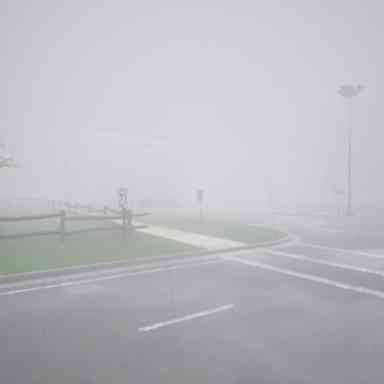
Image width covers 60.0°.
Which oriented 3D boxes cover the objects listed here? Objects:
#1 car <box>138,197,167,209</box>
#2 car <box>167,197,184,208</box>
[{"bbox_3d":[-5.940,1.556,46.832,1.837,1.490,4.892,0,0,-35],"label":"car"},{"bbox_3d":[-3.075,1.564,48.843,1.837,1.490,4.892,0,0,-35],"label":"car"}]
